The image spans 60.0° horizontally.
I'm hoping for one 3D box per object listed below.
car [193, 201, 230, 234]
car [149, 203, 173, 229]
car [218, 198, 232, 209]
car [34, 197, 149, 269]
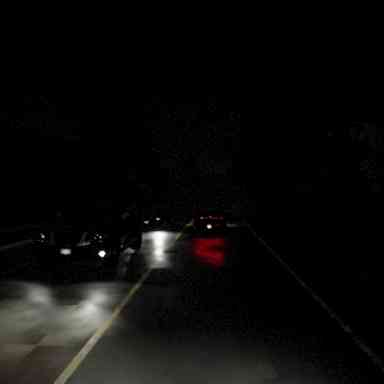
[{"bbox_3d":[1.084,1.519,19.493,1.837,1.490,4.892,0,0,4],"label":"car"},{"bbox_3d":[-2.402,1.508,21.770,1.837,1.490,4.892,0,0,5],"label":"car"},{"bbox_3d":[4.530,1.566,45.694,1.812,1.442,4.674,0,0,10],"label":"car"},{"bbox_3d":[-3.166,1.217,11.504,2.150,2.045,5.566,0,0,3],"label":"car"}]
